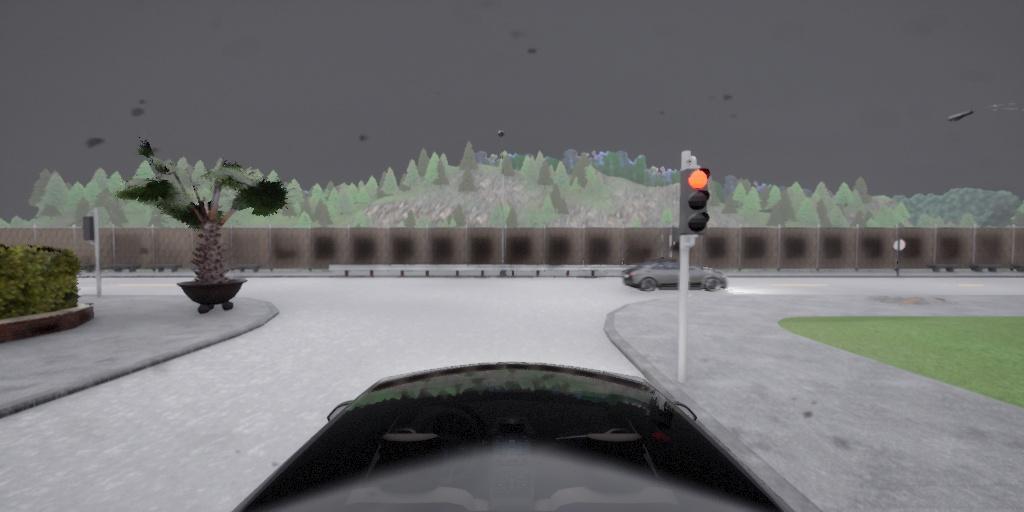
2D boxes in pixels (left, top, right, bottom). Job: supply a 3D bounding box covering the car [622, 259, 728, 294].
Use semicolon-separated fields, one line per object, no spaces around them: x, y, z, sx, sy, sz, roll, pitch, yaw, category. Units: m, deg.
7.006;0.850;15.668;4.181;1.385;1.994;0;2;0;car
